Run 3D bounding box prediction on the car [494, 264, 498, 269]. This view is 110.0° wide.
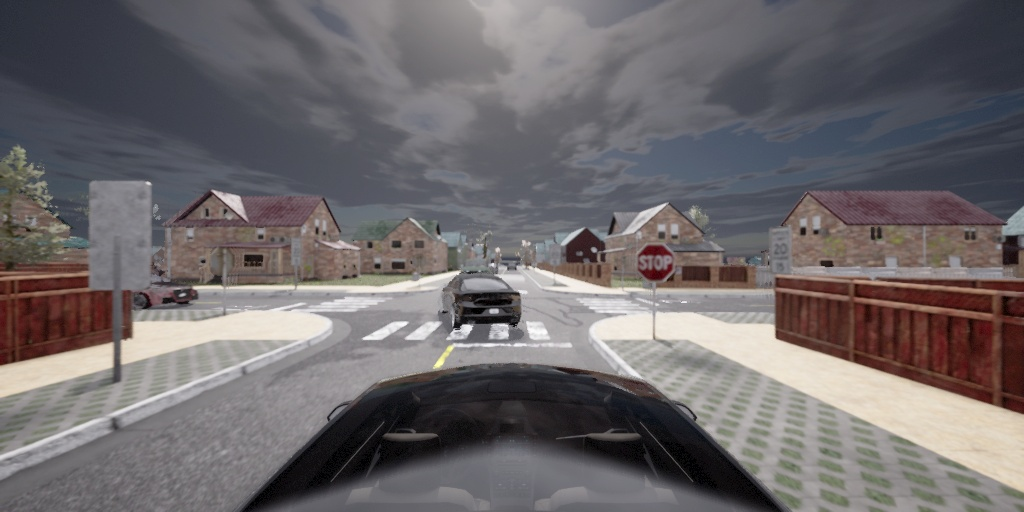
[{"bbox_3d":[-2.843,1.667,39.166,1.837,1.490,4.892,0,-1,0],"label":"car"}]

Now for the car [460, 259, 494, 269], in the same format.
[{"bbox_3d":[-2.854,1.256,29.096,2.150,2.045,5.566,0,-1,0],"label":"car"}]

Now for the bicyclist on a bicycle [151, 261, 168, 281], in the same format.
[{"bbox_3d":[-20.155,1.116,20.270,0.582,1.620,1.656,0,0,0],"label":"bicyclist on a bicycle"}]

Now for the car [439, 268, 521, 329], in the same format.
[{"bbox_3d":[-1.221,1.330,11.818,1.882,1.535,5.008,1,-1,-18],"label":"car"}]

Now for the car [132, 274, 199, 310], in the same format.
[{"bbox_3d":[-15.247,1.372,14.421,4.181,1.385,1.994,0,0,0],"label":"car"}]
